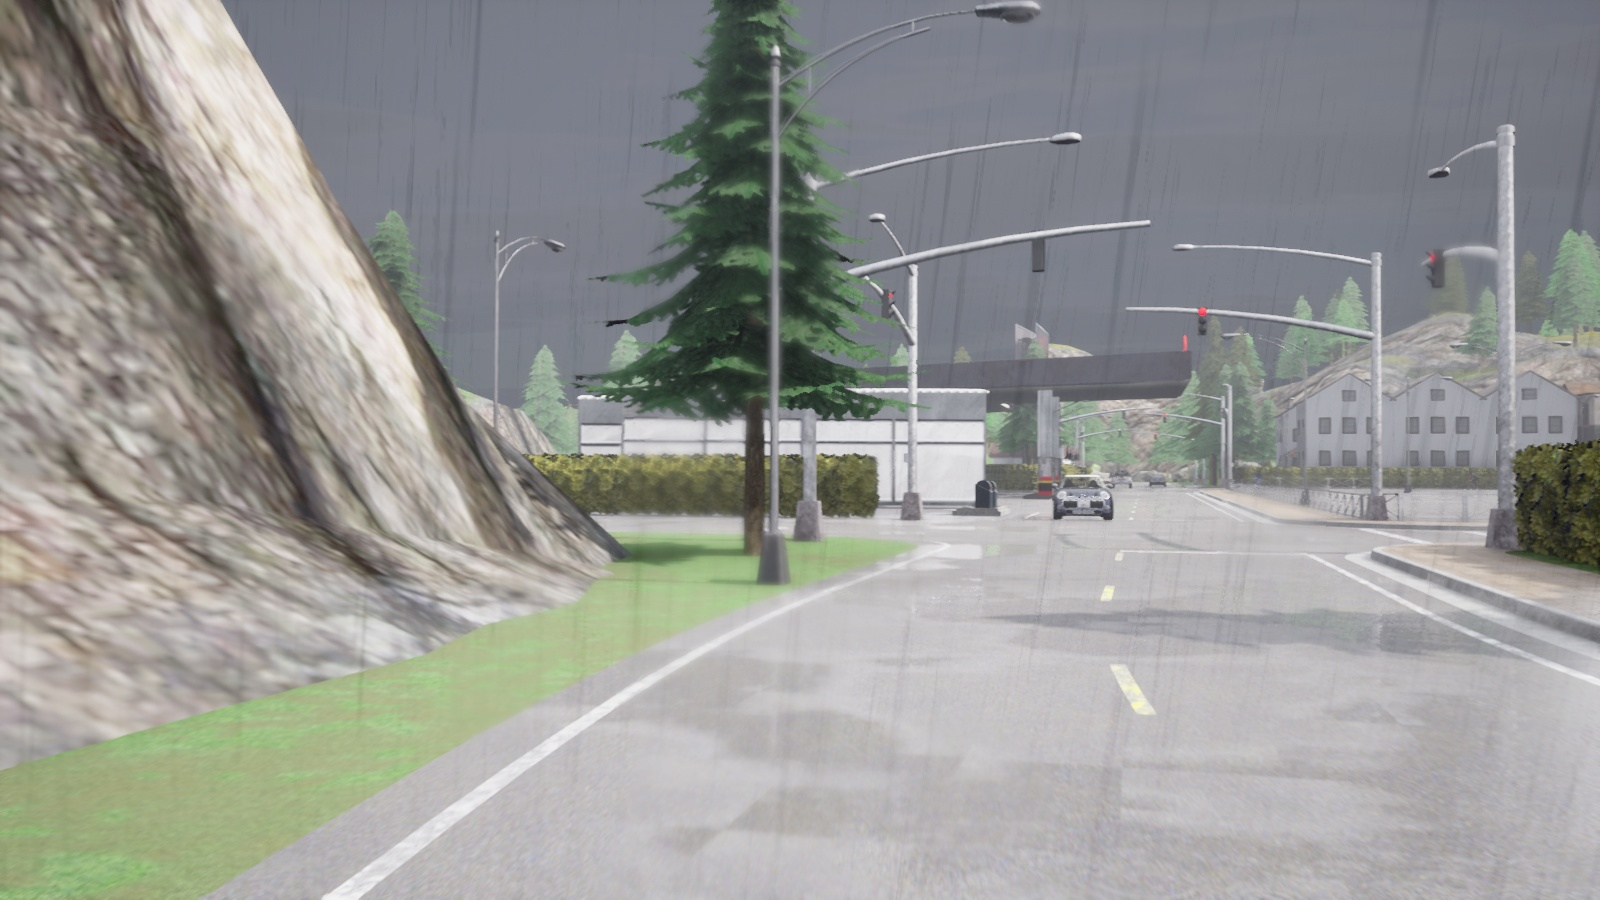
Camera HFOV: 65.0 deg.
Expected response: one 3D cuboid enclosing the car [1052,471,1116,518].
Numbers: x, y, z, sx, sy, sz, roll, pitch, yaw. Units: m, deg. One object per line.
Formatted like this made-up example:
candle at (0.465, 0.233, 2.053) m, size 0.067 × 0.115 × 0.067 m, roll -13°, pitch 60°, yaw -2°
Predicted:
car at (9.409, 1.446, 41.794) m, size 1.970 × 1.475 × 3.806 m, roll 0°, pitch -1°, yaw 11°
